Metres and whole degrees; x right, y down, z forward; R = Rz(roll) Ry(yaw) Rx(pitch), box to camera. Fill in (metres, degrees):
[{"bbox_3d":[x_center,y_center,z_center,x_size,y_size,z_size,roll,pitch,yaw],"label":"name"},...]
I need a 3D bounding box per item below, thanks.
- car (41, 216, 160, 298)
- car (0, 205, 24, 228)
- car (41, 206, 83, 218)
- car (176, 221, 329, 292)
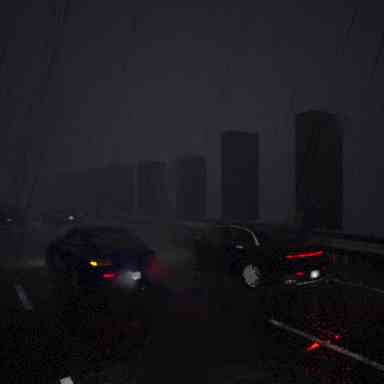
[{"bbox_3d":[-2.500,1.583,8.772,1.812,1.442,4.674,0,-1,-34],"label":"car"},{"bbox_3d":[-13.066,1.616,22.900,1.882,1.535,5.008,0,-1,-39],"label":"car"},{"bbox_3d":[-9.353,1.714,23.856,1.994,1.385,4.181,0,-1,-39],"label":"car"},{"bbox_3d":[1.356,1.570,9.325,1.837,1.490,4.892,0,-1,-34],"label":"car"}]
